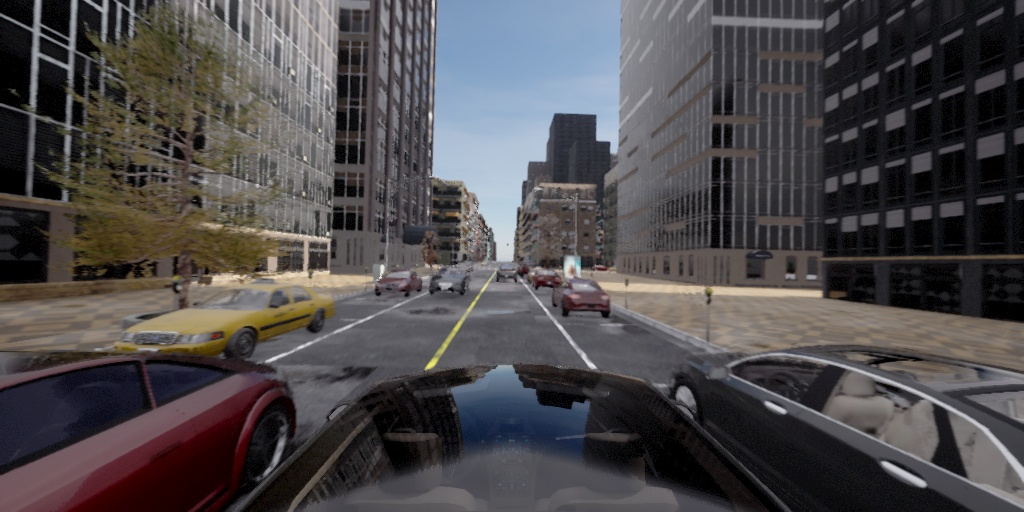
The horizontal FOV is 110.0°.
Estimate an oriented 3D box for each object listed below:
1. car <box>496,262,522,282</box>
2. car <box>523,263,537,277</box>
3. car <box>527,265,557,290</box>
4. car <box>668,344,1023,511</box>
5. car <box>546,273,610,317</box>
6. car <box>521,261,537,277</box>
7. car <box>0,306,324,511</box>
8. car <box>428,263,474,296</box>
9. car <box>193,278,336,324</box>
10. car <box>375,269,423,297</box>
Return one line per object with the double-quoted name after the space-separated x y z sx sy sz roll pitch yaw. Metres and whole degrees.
-0.463 1.540 32.942 2.128 1.511 4.902 1 0 -1 "car"
2.192 1.610 30.705 1.751 1.417 4.829 0 0 -1 "car"
2.314 1.577 24.977 1.888 1.381 4.507 0 0 -1 "car"
2.791 1.373 2.745 2.007 1.370 4.403 0 0 -1 "car"
2.553 1.509 13.861 1.802 1.307 4.207 0 0 -1 "car"
1.957 1.504 41.650 2.192 1.841 5.009 0 0 -1 "car"
-2.961 1.242 1.644 1.994 1.385 4.181 1 0 -1 "car"
-3.344 1.345 20.125 2.128 1.511 4.902 1 -1 -1 "car"
-5.701 1.206 7.955 1.751 1.417 4.829 0 0 -1 "car"
-5.943 1.367 19.241 1.802 1.307 4.207 0 0 -1 "car"
